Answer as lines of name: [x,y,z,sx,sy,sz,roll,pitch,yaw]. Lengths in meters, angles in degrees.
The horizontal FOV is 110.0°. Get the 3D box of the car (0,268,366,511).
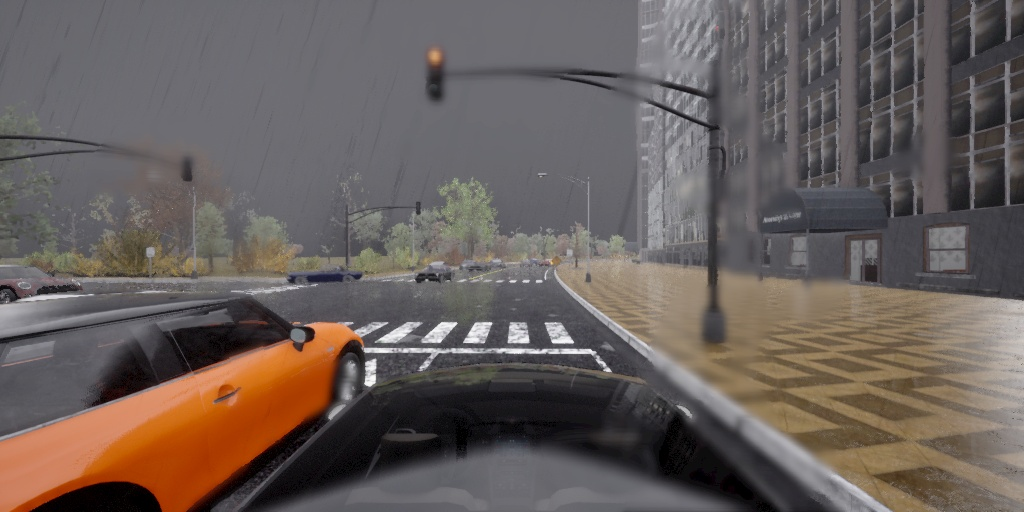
car: [-3.102,1.102,3.209,2.097,1.767,4.553,0,0,0]

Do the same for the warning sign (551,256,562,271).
warning sign: [5.473,0.870,44.136,1.300,1.860,1.060,0,0,7]

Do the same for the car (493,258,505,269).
car: [-2.255,1.279,56.830,1.812,1.442,4.674,0,0,10]

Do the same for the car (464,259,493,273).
car: [-4.034,1.351,43.748,1.895,1.301,4.718,0,0,7]

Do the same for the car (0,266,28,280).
car: [-9.796,1.101,4.167,2.097,1.767,4.553,0,0,1]

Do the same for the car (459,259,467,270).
car: [-6.241,1.240,52.090,2.128,1.511,4.902,0,0,8]

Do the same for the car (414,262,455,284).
car: [-5.659,1.349,26.621,1.895,1.301,4.718,0,0,4]

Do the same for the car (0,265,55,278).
car: [-20.962,1.159,14.990,4.553,1.767,2.097,0,0,4]

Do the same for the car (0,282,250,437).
car: [-6.525,1.275,5.337,1.812,1.442,4.674,0,0,1]

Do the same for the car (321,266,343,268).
car: [-13.181,1.350,25.330,4.718,1.301,1.895,0,0,-33]
